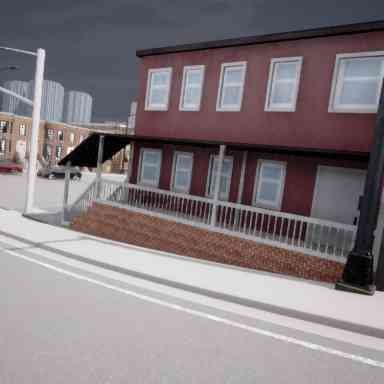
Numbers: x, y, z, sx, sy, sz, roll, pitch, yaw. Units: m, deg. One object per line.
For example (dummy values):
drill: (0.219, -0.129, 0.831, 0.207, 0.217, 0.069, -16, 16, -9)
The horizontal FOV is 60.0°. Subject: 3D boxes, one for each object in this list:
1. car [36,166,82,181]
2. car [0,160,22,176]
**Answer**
car: (-14.305, -2.040, 35.997, 1.837, 1.490, 4.892, 10, 6, 35)
car: (-19.924, -2.540, 34.130, 1.812, 1.442, 4.674, 10, 6, 35)
